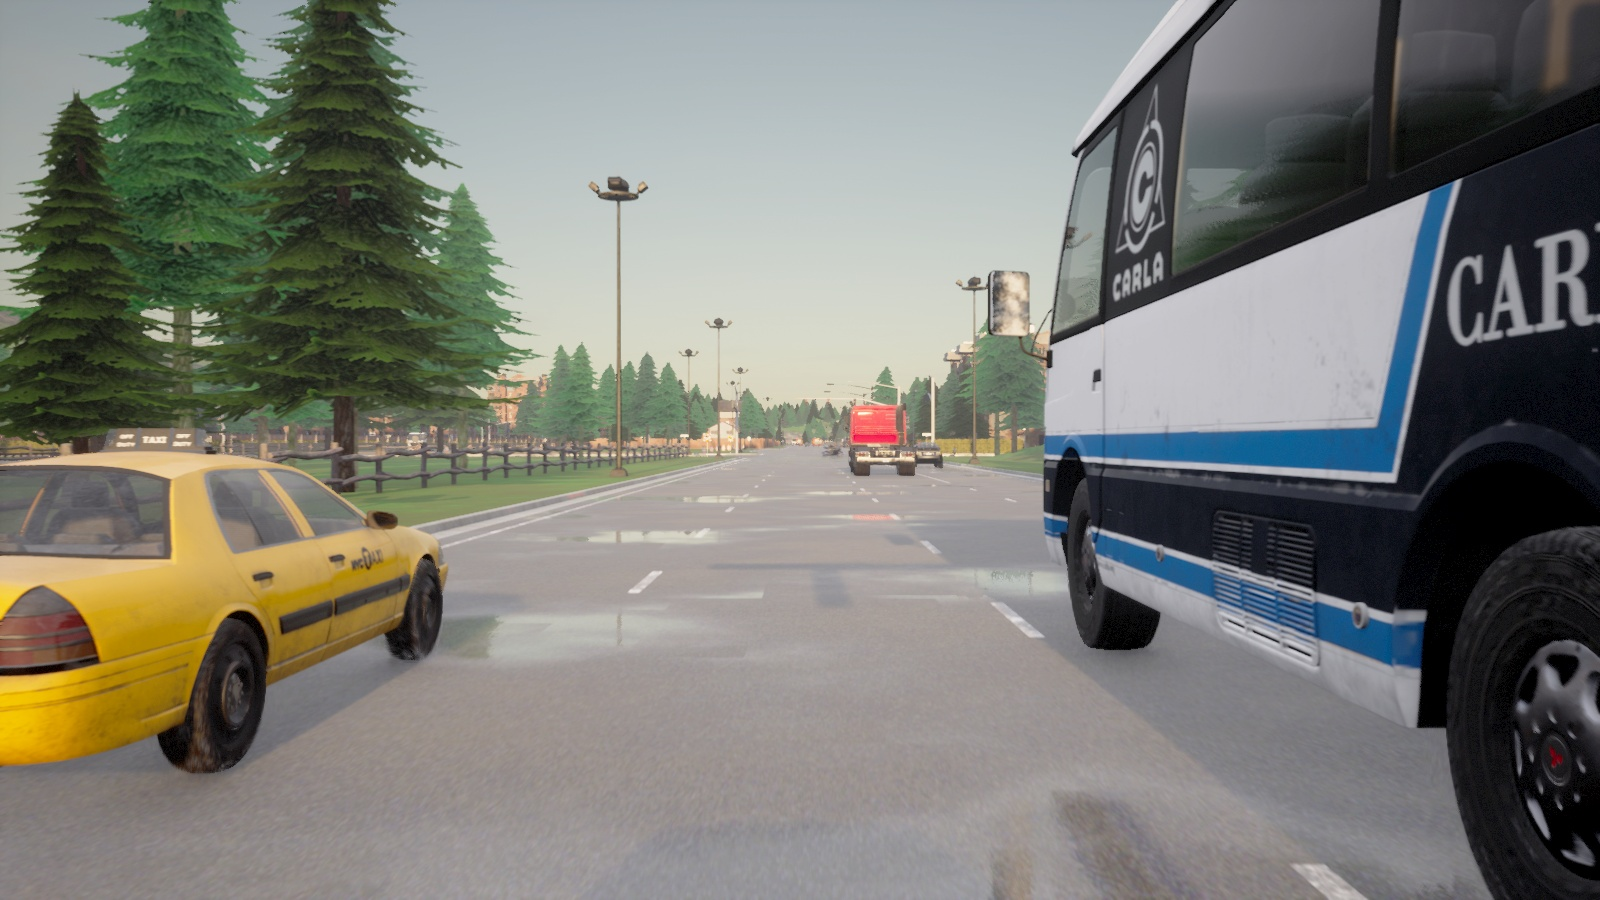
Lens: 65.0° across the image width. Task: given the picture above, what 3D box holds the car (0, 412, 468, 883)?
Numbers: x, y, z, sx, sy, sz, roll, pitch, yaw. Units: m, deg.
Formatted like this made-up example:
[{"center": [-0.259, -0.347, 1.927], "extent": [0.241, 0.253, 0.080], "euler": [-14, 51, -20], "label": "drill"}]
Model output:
[{"center": [-3.445, 0.644, 6.885], "extent": [1.801, 1.575, 5.366], "euler": [0, 0, 0], "label": "car"}]

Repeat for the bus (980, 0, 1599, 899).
[{"center": [3.551, -0.661, 6.046], "extent": [3.944, 4.253, 10.273], "euler": [0, 0, 0], "label": "bus"}]

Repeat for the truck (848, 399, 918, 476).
[{"center": [3.859, -0.571, 60.099], "extent": [2.891, 3.462, 7.936], "euler": [0, 0, 0], "label": "truck"}]

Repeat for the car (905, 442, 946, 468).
[{"center": [7.442, 0.278, 74.717], "extent": [2.007, 1.525, 4.514], "euler": [0, 0, 0], "label": "car"}]
